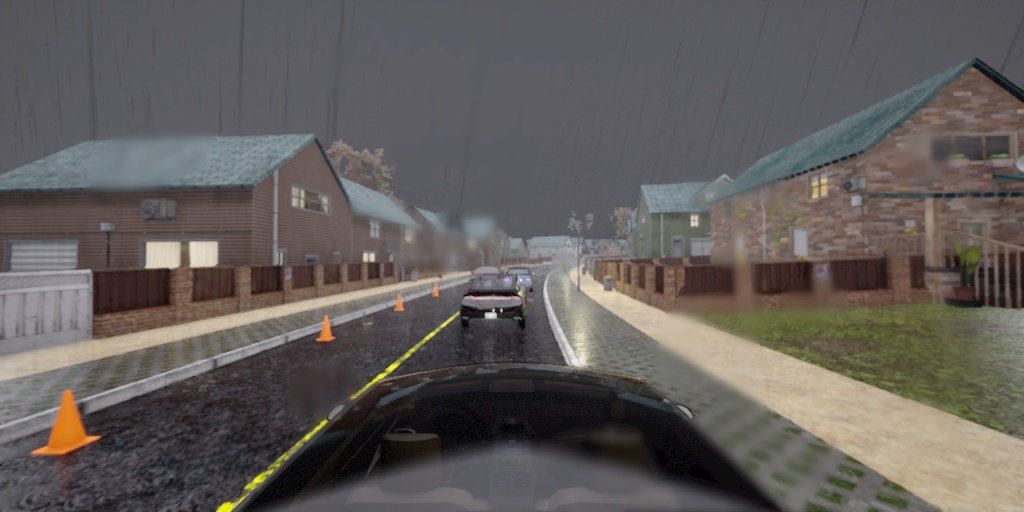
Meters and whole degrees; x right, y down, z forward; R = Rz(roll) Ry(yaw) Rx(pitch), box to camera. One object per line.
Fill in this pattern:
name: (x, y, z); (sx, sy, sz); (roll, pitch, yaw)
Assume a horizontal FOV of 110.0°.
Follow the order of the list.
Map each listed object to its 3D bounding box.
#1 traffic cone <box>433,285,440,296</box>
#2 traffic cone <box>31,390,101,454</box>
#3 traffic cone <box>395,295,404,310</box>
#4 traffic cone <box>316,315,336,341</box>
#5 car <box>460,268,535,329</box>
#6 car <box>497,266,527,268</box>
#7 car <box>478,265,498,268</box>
traffic cone: (-4.029, 1.817, 18.941); (0.340, 0.580, 0.340); (0, 0, 4)
traffic cone: (-4.716, 1.722, 3.805); (0.340, 0.580, 0.340); (0, 0, 1)
traffic cone: (-4.364, 1.793, 13.902); (0.340, 0.580, 0.340); (0, 0, 3)
traffic cone: (-4.592, 1.761, 8.855); (0.340, 0.580, 0.340); (0, 0, 2)
car: (-0.444, 1.314, 11.535); (2.128, 1.511, 4.902); (0, 0, 2)
car: (0.443, 1.418, 22.878); (2.033, 1.411, 5.357); (0, 0, 3)
car: (-1.522, 1.351, 22.981); (1.882, 1.535, 5.008); (0, 0, 4)
